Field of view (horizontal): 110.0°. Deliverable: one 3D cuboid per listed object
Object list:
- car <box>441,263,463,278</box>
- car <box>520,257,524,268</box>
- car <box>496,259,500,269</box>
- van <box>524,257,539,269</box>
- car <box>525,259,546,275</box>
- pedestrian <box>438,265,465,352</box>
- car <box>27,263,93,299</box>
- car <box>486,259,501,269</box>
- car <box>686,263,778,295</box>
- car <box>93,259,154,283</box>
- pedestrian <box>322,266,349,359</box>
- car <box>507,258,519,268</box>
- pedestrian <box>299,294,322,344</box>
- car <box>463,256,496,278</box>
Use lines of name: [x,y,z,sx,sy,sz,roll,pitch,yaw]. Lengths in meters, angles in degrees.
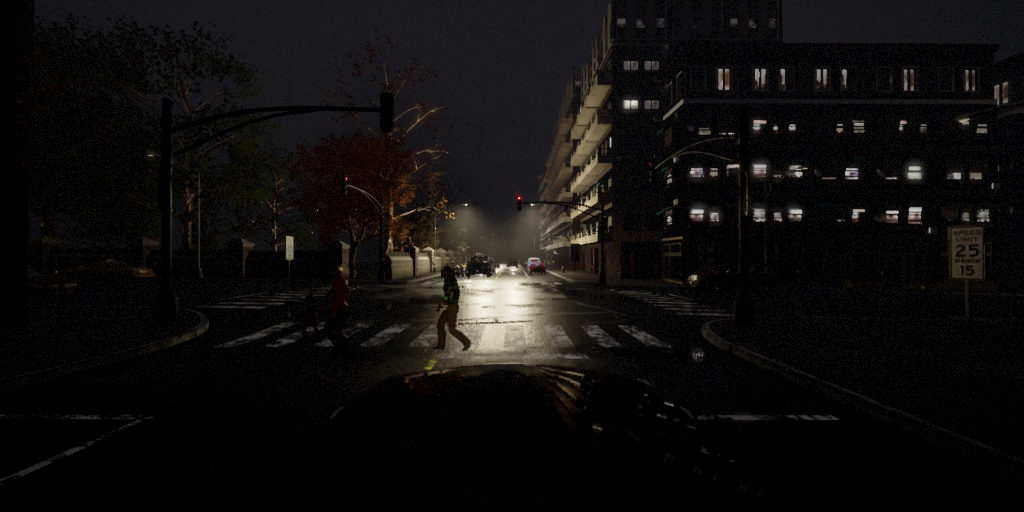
car: [-5.632,1.330,34.421,1.948,1.339,4.313,0,0,0]
car: [2.789,1.230,56.927,1.967,1.591,4.097,0,0,0]
car: [-3.021,1.322,44.975,2.033,1.411,5.357,0,0,0]
van: [2.769,1.116,45.667,1.690,1.789,3.998,0,0,0]
car: [2.759,1.314,40.036,1.888,1.381,4.507,0,0,0]
pedestrian: [-1.259,1.044,7.485,0.375,1.860,0.375,0,0,0]
car: [-18.942,1.007,13.414,4.207,1.307,1.802,0,0,0]
car: [-2.975,1.285,58.718,2.128,1.511,4.902,0,0,0]
car: [13.485,1.353,22.046,5.009,1.841,2.192,0,0,0]
car: [-24.708,0.883,21.750,4.829,1.417,1.751,0,0,0]
pedestrian: [-3.315,1.044,6.888,0.375,1.860,0.375,0,0,0]
car: [0.109,1.304,62.711,1.837,1.490,4.892,0,0,0]
pedestrian: [-4.485,1.404,8.090,0.500,1.100,0.500,0,0,0]
car: [-3.027,0.986,34.707,2.150,2.045,5.566,0,0,1]
